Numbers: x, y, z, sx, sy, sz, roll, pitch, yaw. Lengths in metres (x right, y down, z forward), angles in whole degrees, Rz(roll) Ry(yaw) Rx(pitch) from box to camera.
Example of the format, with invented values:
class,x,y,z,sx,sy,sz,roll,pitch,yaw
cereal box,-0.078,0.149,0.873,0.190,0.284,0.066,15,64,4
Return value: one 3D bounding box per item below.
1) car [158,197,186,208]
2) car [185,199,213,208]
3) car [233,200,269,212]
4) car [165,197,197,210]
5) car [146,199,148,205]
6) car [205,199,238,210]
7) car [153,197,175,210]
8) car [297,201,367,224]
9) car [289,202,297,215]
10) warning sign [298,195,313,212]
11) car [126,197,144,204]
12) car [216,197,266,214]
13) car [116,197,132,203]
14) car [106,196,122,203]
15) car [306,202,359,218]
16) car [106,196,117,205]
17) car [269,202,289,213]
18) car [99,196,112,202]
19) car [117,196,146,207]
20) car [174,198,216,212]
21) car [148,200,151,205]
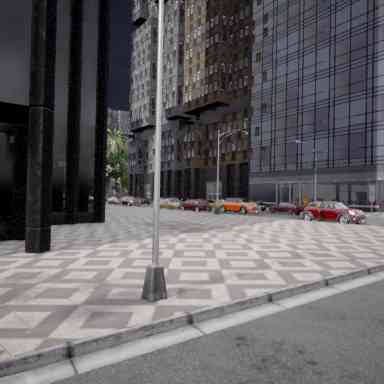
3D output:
class,x,y,z,sx,sy,sz,roll,pitch,yaw
car,-3.213,1.596,51.630,2.128,1.511,4.902,2,-1,-35
car,0.951,1.725,50.467,2.008,1.369,4.403,2,-1,-35
car,7.314,1.734,41.526,1.947,1.339,4.313,2,-1,-35
car,-1.560,1.521,43.916,1.837,1.490,4.892,2,-1,-35
car,-9.299,1.706,60.105,1.895,1.301,4.718,2,-1,-35
car,4.035,1.697,46.136,1.752,1.417,4.829,2,-1,-35
car,-2.714,1.471,40.921,1.752,1.417,4.829,2,-1,-35
car,9.899,1.373,23.204,1.967,1.590,4.097,2,-1,-36
car,10.697,1.482,26.673,1.882,1.535,5.008,2,-1,-36
warning sign,12.853,1.341,37.739,1.300,1.860,1.060,2,-1,-35
car,-11.775,1.744,68.349,1.947,1.339,4.313,2,-1,-35
car,5.072,1.362,34.582,2.097,1.767,4.553,2,-1,-35
car,-14.957,1.743,72.819,1.947,1.339,4.313,2,-1,-35
car,-18.236,1.702,77.428,1.752,1.417,4.829,2,-1,-35
car,13.677,1.727,32.586,1.947,1.339,4.313,2,-1,-35
car,-12.361,1.534,54.473,1.802,1.307,4.206,2,-1,-35
car,10.495,1.747,37.056,1.802,1.307,4.206,2,-1,-35
car,-21.320,1.758,81.759,1.802,1.307,4.206,2,-1,-35
car,-9.176,1.391,50.004,1.967,1.590,4.097,2,-1,-35
car,0.369,1.487,36.589,1.887,1.381,4.507,2,-1,-35
car,-5.412,1.729,59.408,2.008,1.369,4.403,2,-1,-35
